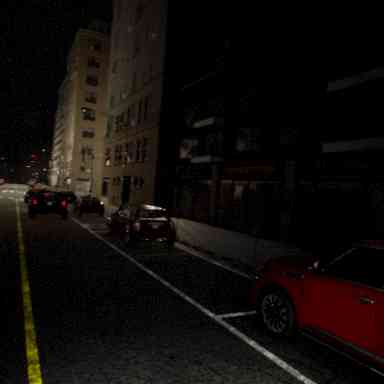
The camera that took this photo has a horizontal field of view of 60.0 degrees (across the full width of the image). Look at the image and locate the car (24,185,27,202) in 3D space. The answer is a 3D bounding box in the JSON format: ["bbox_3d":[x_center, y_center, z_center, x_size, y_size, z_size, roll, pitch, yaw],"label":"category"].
[{"bbox_3d":[-15.101,0.376,32.172,1.994,1.385,4.181,4,0,-28],"label":"car"}]

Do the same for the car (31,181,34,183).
[{"bbox_3d":[-35.053,-1.146,75.726,2.008,1.369,4.403,4,0,-28],"label":"car"}]

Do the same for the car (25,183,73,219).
[{"bbox_3d":[-9.266,0.618,21.277,2.097,1.767,4.553,4,0,-28],"label":"car"}]

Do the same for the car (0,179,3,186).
[{"bbox_3d":[-42.558,-1.696,71.721,2.008,1.369,4.403,4,0,-28],"label":"car"}]

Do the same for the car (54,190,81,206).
[{"bbox_3d":[-12.599,0.562,33.440,1.947,1.339,4.313,4,0,-28],"label":"car"}]

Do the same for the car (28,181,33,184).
[{"bbox_3d":[-40.111,-1.623,85.277,1.967,1.590,4.097,4,0,-28],"label":"car"}]

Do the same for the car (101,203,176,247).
[{"bbox_3d":[-2.255,1.241,14.029,1.967,1.590,4.097,4,0,-28],"label":"car"}]

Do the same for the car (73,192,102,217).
[{"bbox_3d":[-7.431,0.949,23.735,2.008,1.369,4.403,4,0,-28],"label":"car"}]

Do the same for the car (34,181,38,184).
[{"bbox_3d":[-29.981,-0.882,66.173,1.967,1.590,4.097,4,0,-28],"label":"car"}]

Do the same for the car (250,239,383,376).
[{"bbox_3d":[2.921,1.521,4.322,2.192,1.841,5.009,4,0,-28],"label":"car"}]
